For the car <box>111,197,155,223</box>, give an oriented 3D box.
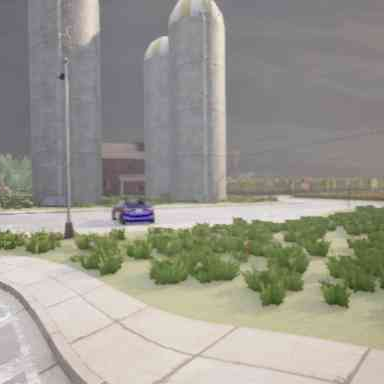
[{"bbox_3d":[-3.963,1.165,21.833,2.242,1.667,4.611,-1,1,-22],"label":"car"}]
